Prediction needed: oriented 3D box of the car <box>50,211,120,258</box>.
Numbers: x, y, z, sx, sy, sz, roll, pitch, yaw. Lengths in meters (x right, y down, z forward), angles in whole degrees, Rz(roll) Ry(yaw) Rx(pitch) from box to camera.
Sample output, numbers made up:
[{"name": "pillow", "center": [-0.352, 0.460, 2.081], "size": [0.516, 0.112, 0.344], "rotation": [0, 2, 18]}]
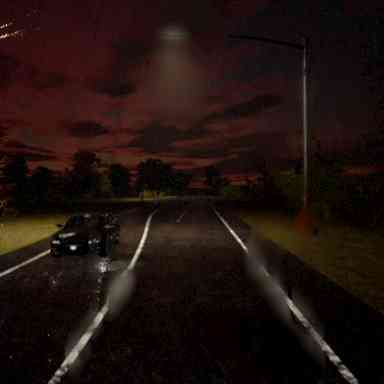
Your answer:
[{"name": "car", "center": [-3.979, 1.540, 13.059], "size": [1.837, 1.490, 4.892], "rotation": [-1, 0, -4]}]
